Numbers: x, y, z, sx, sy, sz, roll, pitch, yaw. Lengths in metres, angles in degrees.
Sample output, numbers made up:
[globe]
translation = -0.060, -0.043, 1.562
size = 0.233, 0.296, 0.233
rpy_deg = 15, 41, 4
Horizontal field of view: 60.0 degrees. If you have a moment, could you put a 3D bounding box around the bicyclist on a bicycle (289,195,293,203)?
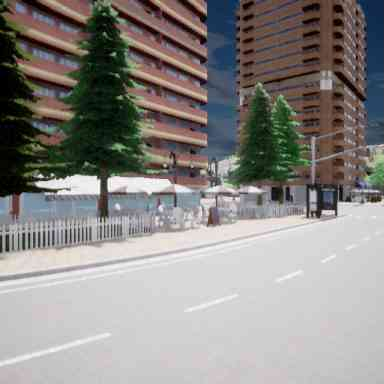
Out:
[bicyclist on a bicycle]
translation = 18.536, 1.328, 61.996
size = 0.582, 1.620, 1.656
rpy_deg = 0, 0, 38
